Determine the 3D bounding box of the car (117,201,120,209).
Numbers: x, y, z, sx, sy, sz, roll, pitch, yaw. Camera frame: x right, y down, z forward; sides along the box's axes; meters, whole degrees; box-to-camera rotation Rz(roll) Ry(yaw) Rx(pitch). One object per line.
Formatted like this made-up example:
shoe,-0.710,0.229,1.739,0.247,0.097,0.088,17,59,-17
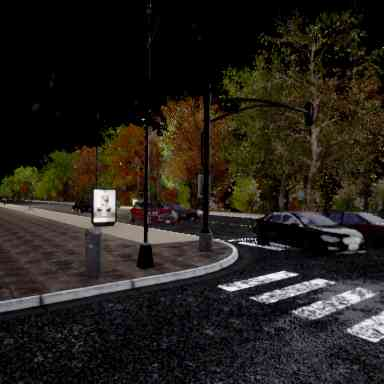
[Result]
car,-14.256,2.124,58.589,2.128,1.511,4.902,1,-1,-35

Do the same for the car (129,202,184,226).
car,-2.910,1.501,24.715,2.097,1.767,4.553,1,-1,-35

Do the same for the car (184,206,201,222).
car,-1.473,1.761,28.342,2.033,1.411,5.357,1,-1,-35

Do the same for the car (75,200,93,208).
car,-19.896,2.168,61.016,1.812,1.442,4.674,1,-1,-35

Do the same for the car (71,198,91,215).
car,-12.651,1.827,38.812,1.837,1.490,4.892,1,-1,-35

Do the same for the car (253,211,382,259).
car,4.191,1.484,12.680,2.128,1.511,4.902,1,-1,-21

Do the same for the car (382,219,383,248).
car,7.478,1.600,15.410,2.033,1.411,5.357,1,-1,-35
